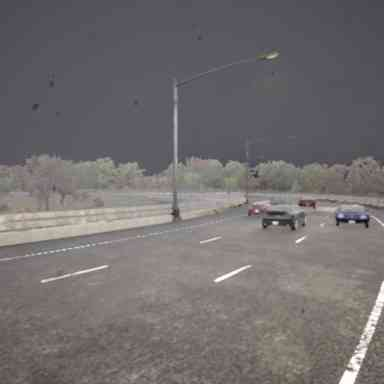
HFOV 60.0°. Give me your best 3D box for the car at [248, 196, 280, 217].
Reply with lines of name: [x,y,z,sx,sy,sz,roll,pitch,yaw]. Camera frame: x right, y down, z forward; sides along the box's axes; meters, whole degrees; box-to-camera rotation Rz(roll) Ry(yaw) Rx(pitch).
car: [6.213,1.381,29.207,1.812,1.442,4.674,0,0,24]

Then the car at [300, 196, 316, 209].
car: [14.270,1.263,41.289,1.882,1.535,5.008,0,0,17]

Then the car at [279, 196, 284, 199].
car: [12.803,1.313,49.926,1.994,1.385,4.181,0,0,12]

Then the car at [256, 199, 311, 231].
car: [5.637,1.403,19.994,1.837,1.490,4.892,0,0,28]

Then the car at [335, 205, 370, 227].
car: [10.522,1.482,21.805,1.895,1.301,4.718,0,0,26]
